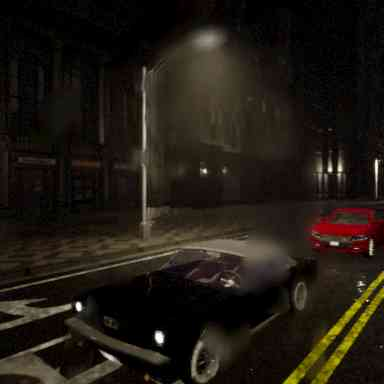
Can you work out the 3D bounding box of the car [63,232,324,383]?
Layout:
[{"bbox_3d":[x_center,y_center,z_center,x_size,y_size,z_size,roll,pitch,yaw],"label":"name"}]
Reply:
[{"bbox_3d":[0.432,1.561,5.525,1.895,1.301,4.718,0,1,38],"label":"car"}]

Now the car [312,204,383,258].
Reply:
[{"bbox_3d":[6.192,1.395,12.794,1.882,1.535,5.008,0,1,38],"label":"car"}]
